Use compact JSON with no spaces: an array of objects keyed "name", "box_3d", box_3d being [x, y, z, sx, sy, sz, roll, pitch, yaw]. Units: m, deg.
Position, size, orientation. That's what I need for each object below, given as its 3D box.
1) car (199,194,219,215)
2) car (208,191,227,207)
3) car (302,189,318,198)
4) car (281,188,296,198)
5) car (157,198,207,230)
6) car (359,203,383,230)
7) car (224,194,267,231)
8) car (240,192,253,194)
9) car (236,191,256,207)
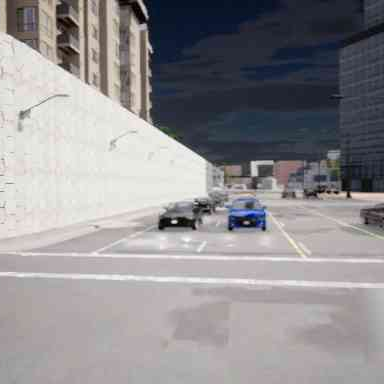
[{"name":"car","box_3d":[0.839,1.111,26.931,1.895,1.301,4.718,-1,1,9]},{"name":"car","box_3d":[2.488,0.818,36.944,1.837,1.490,4.892,-1,1,10]},{"name":"car","box_3d":[19.788,0.268,55.980,1.837,1.490,4.892,-1,1,9]},{"name":"car","box_3d":[16.342,0.147,56.605,2.097,1.767,4.553,-1,1,9]},{"name":"car","box_3d":[-0.553,1.243,18.284,1.994,1.385,4.181,-1,1,9]},{"name":"car","box_3d":[9.990,1.179,16.504,1.895,1.301,4.718,-1,1,9]},{"name":"car","box_3d":[2.946,1.117,18.008,1.882,1.535,5.008,-1,1,9]},{"name":"car","box_3d":[4.456,0.935,27.344,1.882,1.535,5.008,-1,1,9]},{"name":"car","box_3d":[6.155,0.747,37.639,2.128,1.511,4.902,-1,1,10]}]
